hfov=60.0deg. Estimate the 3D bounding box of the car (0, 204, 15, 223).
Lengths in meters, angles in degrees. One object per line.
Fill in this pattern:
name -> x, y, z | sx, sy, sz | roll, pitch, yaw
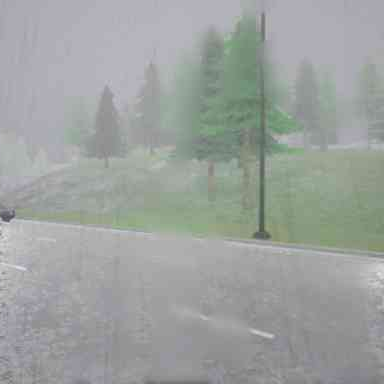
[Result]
car -> -14.093, 1.418, 22.644 | 4.718, 1.301, 1.895 | 1, 0, 35
